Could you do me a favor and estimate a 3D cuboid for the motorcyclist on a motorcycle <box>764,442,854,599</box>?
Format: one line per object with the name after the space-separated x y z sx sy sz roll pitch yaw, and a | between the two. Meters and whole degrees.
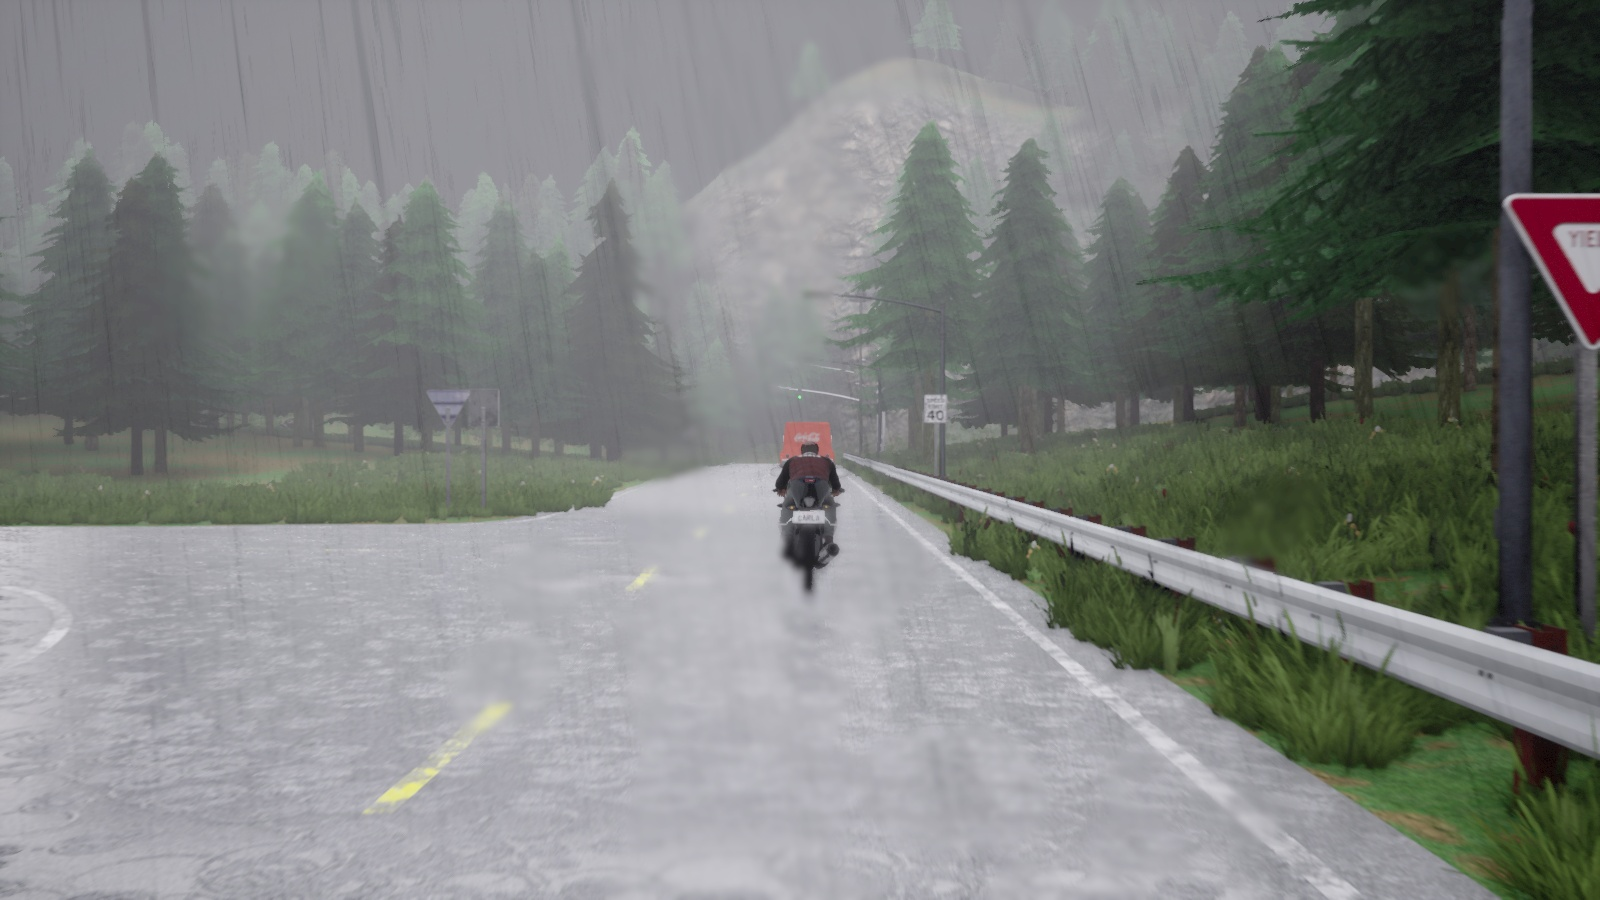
0.093 0.684 13.390 0.866 1.530 2.191 0 0 0 | motorcyclist on a motorcycle

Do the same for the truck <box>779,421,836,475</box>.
0.358 -0.101 60.279 2.627 2.467 5.204 0 0 0 | truck
